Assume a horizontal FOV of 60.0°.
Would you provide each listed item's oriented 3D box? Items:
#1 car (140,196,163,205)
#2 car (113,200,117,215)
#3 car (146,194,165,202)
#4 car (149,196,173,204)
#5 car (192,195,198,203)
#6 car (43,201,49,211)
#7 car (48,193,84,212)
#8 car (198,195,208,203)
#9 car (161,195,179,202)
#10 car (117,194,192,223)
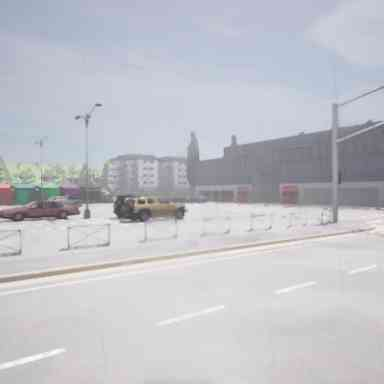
[{"bbox_3d":[-6.755,1.406,55.334,1.812,1.442,4.674,0,0,-33],"label":"car"},{"bbox_3d":[-4.214,1.104,25.973,3.866,1.878,1.905,0,0,-35],"label":"car"},{"bbox_3d":[-7.629,1.265,69.312,1.837,1.490,4.892,0,0,-34],"label":"car"},{"bbox_3d":[-5.651,1.412,60.025,2.033,1.411,5.357,0,0,-33],"label":"car"},{"bbox_3d":[-1.574,1.340,60.367,2.128,1.511,4.902,0,0,-33],"label":"car"},{"bbox_3d":[-17.246,1.343,44.338,3.806,1.475,1.970,0,0,-35],"label":"car"},{"bbox_3d":[-15.583,1.104,41.968,3.866,1.878,1.905,0,0,-35],"label":"car"},{"bbox_3d":[1.002,1.323,62.818,2.128,1.511,4.902,0,0,-33],"label":"car"},{"bbox_3d":[-4.723,1.302,71.262,1.994,1.385,4.181,0,0,-34],"label":"car"},{"bbox_3d":[-2.586,1.102,23.580,4.605,1.855,1.932,0,0,-35],"label":"car"}]
